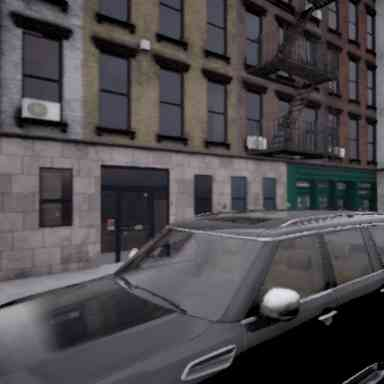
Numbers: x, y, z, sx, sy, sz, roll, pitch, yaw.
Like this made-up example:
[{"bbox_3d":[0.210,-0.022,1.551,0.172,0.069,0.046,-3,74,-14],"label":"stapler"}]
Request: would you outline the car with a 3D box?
[{"bbox_3d":[0.611,1.261,3.704,5.566,2.045,2.150,1,-1,-37],"label":"car"}]
